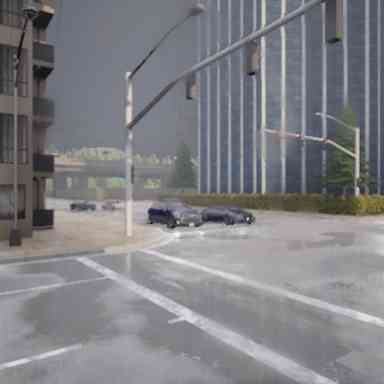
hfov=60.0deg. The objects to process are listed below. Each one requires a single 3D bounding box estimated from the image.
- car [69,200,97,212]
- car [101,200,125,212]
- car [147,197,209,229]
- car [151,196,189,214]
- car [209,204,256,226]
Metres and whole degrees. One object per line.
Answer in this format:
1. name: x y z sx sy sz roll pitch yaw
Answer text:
1. car: -12.544 1.604 38.219 1.895 1.301 4.718 0 0 -35
2. car: -9.066 1.604 39.347 1.895 1.301 4.718 0 0 -35
3. car: -1.195 1.355 21.629 2.097 1.767 4.553 0 0 -32
4. car: -2.520 1.356 36.389 2.097 1.767 4.553 0 0 -35
5. car: 2.418 1.567 23.229 1.994 1.385 4.181 0 0 -38
